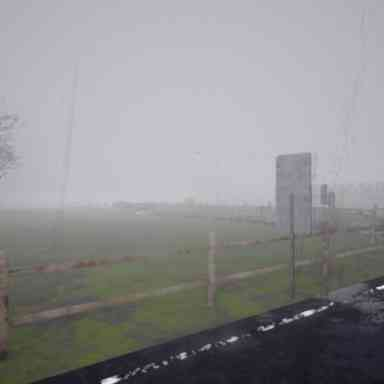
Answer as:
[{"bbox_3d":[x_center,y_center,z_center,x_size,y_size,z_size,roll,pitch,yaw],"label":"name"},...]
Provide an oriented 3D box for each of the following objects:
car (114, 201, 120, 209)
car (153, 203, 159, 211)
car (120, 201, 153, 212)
[{"bbox_3d":[-12.594,2.334,60.228,1.882,1.535,5.008,-1,-1,-34],"label":"car"},{"bbox_3d":[-7.074,2.220,52.028,2.033,1.411,5.357,-1,-1,-33],"label":"car"},{"bbox_3d":[-8.233,2.202,48.609,2.033,1.411,5.357,-1,-1,-33],"label":"car"}]
